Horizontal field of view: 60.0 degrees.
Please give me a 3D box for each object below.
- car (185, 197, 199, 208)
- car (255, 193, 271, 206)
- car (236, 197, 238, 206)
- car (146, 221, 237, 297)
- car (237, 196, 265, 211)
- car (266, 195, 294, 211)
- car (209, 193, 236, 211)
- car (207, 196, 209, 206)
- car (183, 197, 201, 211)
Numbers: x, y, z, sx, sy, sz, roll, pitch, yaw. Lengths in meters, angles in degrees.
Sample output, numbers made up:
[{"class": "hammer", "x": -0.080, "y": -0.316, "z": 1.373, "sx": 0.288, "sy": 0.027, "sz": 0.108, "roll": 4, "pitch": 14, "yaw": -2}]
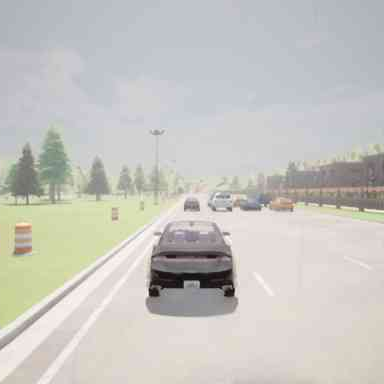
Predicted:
[{"class": "car", "x": -0.031, "y": 1.492, "z": 49.563, "sx": 2.033, "sy": 1.411, "sz": 5.357, "roll": 0, "pitch": 0, "yaw": 0}, {"class": "car", "x": 10.469, "y": 1.166, "z": 49.599, "sx": 2.150, "sy": 2.045, "sz": 5.566, "roll": 0, "pitch": 0, "yaw": 0}, {"class": "car", "x": 6.969, "y": 1.422, "z": 49.567, "sx": 1.882, "sy": 1.535, "sz": 5.008, "roll": 0, "pitch": 0, "yaw": 0}, {"class": "car", "x": -0.006, "y": 1.482, "z": 8.530, "sx": 2.128, "sy": 1.511, "sz": 4.902, "roll": 0, "pitch": 0, "yaw": 0}, {"class": "car", "x": 6.975, "y": 1.519, "z": 39.564, "sx": 1.994, "sy": 1.385, "sz": 4.181, "roll": 0, "pitch": 0, "yaw": 0}, {"class": "car", "x": 10.476, "y": 1.434, "z": 39.150, "sx": 1.882, "sy": 1.535, "sz": 5.008, "roll": 0, "pitch": 0, "yaw": 0}, {"class": "car", "x": 3.475, "y": 1.177, "z": 39.175, "sx": 2.150, "sy": 2.045, "sz": 5.566, "roll": 0, "pitch": 0, "yaw": 0}, {"class": "car", "x": 3.469, "y": 1.166, "z": 49.595, "sx": 2.150, "sy": 2.045, "sz": 5.566, "roll": 0, "pitch": 0, "yaw": 0}, {"class": "car", "x": -0.024, "y": 1.447, "z": 39.143, "sx": 2.128, "sy": 1.511, "sz": 4.902, "roll": 0, "pitch": 0, "yaw": 0}]
